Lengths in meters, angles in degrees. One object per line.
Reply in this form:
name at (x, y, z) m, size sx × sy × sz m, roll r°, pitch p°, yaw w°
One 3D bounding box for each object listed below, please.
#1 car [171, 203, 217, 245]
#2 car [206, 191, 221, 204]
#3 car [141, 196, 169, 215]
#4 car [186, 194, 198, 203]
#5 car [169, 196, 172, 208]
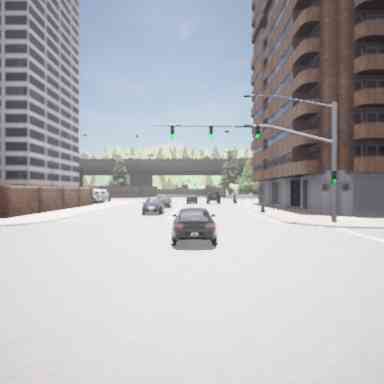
car at (0.088, 1.425, 14.905) m, size 1.812 × 1.442 × 4.674 m, roll 0°, pitch 0°, yaw 0°
car at (3.499, 0.854, 54.605) m, size 2.150 × 2.045 × 5.566 m, roll 0°, pitch 0°, yaw 0°
car at (-3.601, 1.280, 31.422) m, size 2.128 × 1.511 × 4.902 m, roll 0°, pitch 0°, yaw -1°
car at (-0.001, 1.142, 53.896) m, size 1.837 × 1.490 × 4.892 m, roll 0°, pitch 0°, yaw 0°
car at (-3.542, 1.210, 41.826) m, size 2.128 × 1.511 × 4.902 m, roll 0°, pitch 0°, yaw 1°
